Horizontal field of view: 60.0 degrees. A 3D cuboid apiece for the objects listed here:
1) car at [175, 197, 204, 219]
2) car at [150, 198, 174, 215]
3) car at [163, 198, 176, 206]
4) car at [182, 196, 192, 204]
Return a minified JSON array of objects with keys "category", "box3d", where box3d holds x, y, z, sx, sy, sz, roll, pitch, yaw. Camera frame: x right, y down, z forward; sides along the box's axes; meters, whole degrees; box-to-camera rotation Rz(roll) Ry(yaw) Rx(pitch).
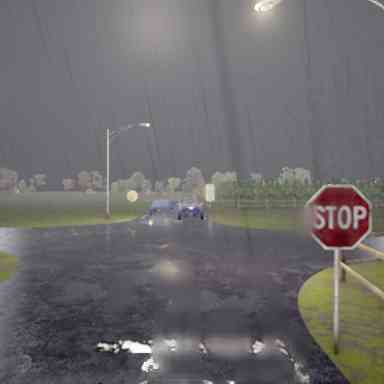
[{"category":"car","box3d":[-0.119,1.355,28.838,2.097,1.767,4.553,0,0,-1]},{"category":"car","box3d":[-3.144,1.480,33.773,1.882,1.535,5.008,0,0,-1]},{"category":"car","box3d":[-3.540,1.594,53.957,1.895,1.301,4.718,0,0,-1]},{"category":"car","box3d":[-0.995,1.549,63.931,1.994,1.385,4.181,0,0,-2]}]
